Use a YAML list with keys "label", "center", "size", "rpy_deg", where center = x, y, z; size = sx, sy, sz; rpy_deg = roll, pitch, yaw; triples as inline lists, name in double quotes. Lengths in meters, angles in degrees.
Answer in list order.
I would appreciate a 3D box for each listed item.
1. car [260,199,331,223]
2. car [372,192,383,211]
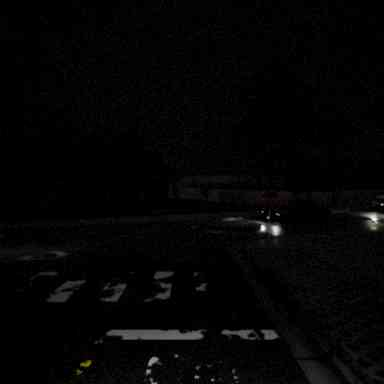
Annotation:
- label: "car"
  center: [7.292, 1.243, 23.049]
  size: [5.357, 1.411, 2.033]
  rpy_deg: [-1, 4, -30]
- label: "car"
  center: [18.581, 0.676, 30.070]
  size: [5.566, 2.045, 2.150]
  rpy_deg: [-1, 4, -35]
